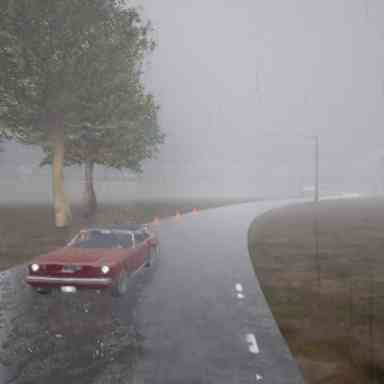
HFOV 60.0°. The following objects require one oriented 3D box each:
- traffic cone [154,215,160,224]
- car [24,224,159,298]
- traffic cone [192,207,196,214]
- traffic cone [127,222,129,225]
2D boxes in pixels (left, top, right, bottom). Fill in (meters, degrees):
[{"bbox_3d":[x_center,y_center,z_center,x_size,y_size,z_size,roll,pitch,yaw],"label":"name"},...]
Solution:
[{"bbox_3d":[-2.402,1.864,22.669,0.340,0.580,0.340,1,0,12],"label":"traffic cone"},{"bbox_3d":[-2.212,1.583,8.683,1.895,1.301,4.718,0,0,5],"label":"car"},{"bbox_3d":[0.254,1.811,32.565,0.340,0.580,0.340,1,1,18],"label":"traffic cone"},{"bbox_3d":[-3.385,1.892,17.640,0.340,0.580,0.340,0,0,10],"label":"traffic cone"}]
